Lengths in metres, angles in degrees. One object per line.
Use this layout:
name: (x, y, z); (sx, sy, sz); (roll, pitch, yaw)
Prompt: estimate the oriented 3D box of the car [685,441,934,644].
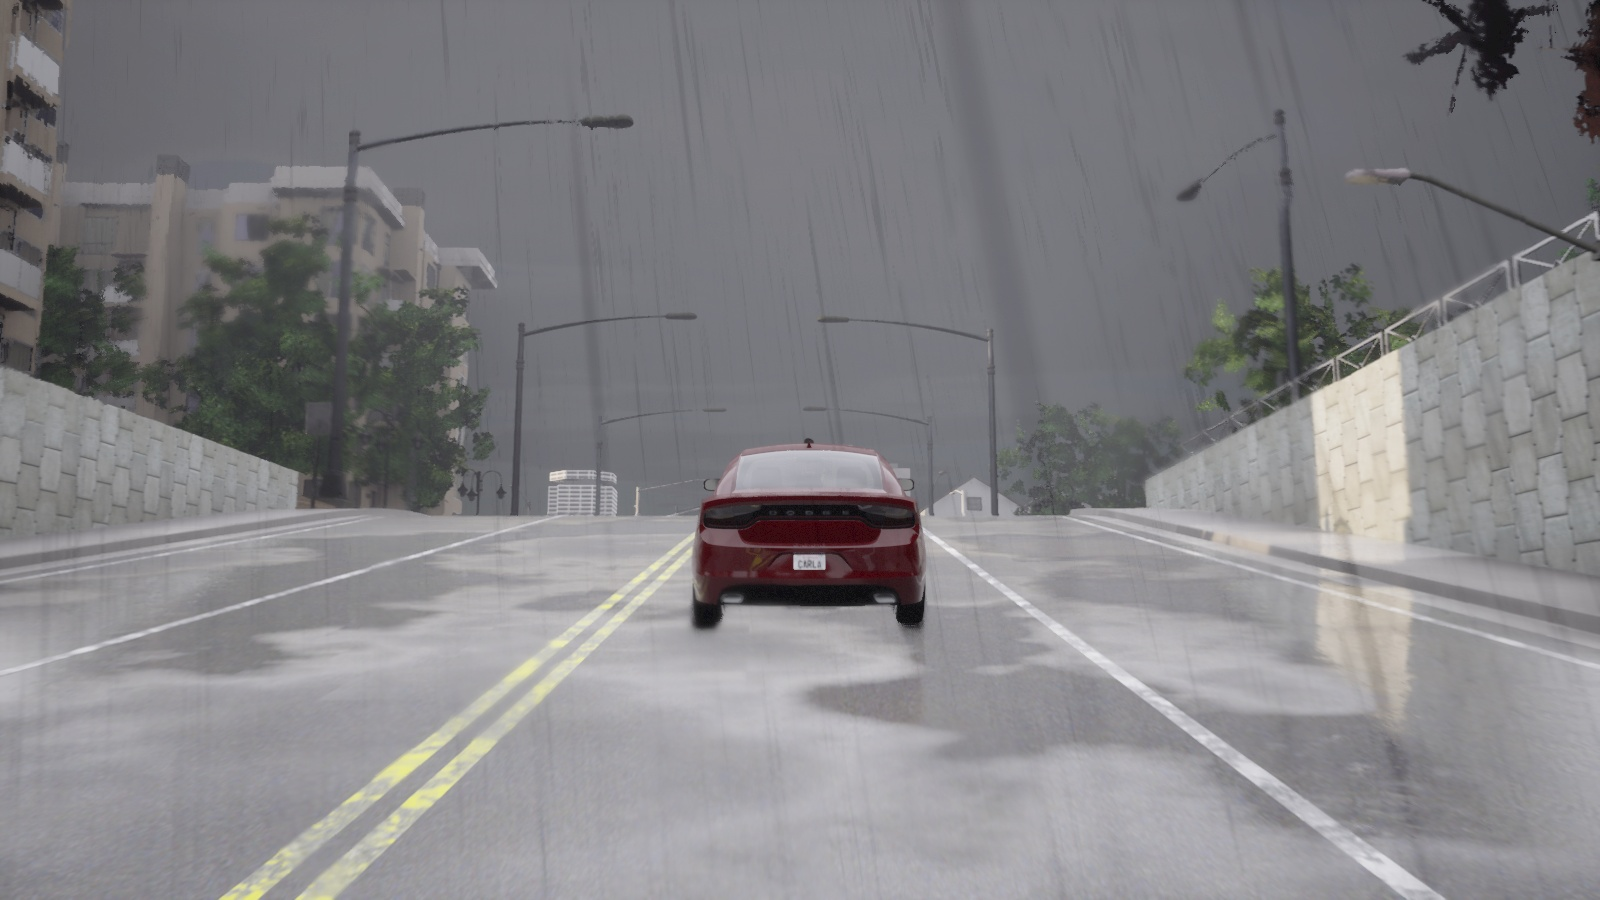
car: (0.085, 0.687, 12.025); (1.882, 1.535, 5.008); (0, 0, 0)
